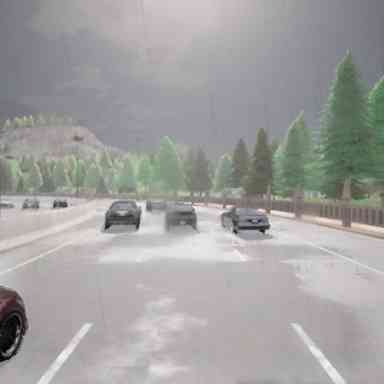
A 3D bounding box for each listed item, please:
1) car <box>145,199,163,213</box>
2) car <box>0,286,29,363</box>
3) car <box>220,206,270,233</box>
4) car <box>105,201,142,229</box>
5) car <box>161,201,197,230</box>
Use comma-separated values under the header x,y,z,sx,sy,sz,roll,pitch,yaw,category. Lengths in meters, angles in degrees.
x,y,z,sx,sy,sz,roll,pitch,yaw,category
-4.144,1.488,37.838,2.128,1.511,4.902,0,0,-16,car
-3.404,1.563,3.216,1.994,1.385,4.181,0,0,0,car
2.950,1.546,19.531,2.033,1.411,5.357,0,0,-6,car
-4.433,1.351,21.920,2.097,1.767,4.553,0,0,-7,car
-0.809,1.502,21.158,1.837,1.490,4.892,0,0,-7,car
